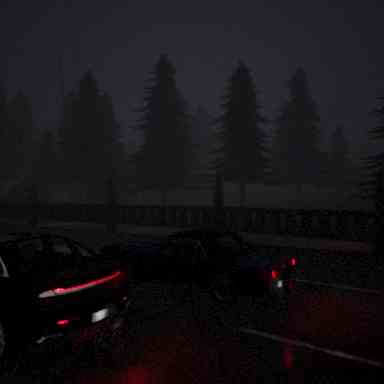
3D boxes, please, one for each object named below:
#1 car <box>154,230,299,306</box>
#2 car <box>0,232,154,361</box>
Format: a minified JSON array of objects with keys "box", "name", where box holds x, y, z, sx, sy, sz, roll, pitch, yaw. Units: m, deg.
[{"box":[-0.055,1.581,8.001,4.718,1.301,1.895,0,0,33],"name":"car"},{"box":[-3.309,1.481,5.882,4.902,1.511,2.128,0,0,32],"name":"car"}]
